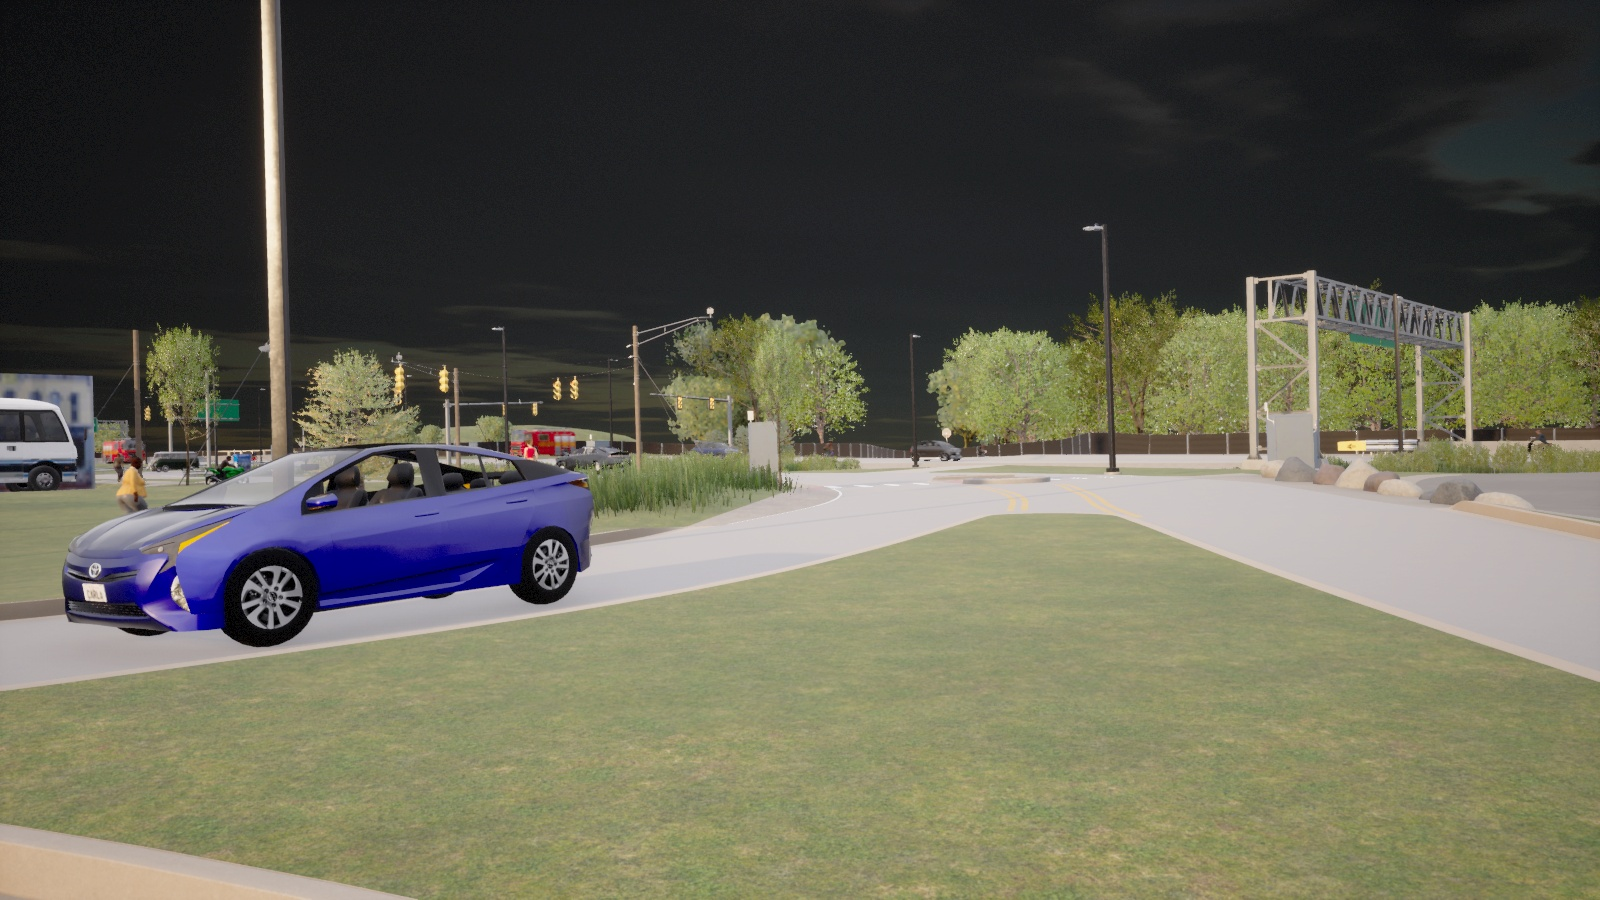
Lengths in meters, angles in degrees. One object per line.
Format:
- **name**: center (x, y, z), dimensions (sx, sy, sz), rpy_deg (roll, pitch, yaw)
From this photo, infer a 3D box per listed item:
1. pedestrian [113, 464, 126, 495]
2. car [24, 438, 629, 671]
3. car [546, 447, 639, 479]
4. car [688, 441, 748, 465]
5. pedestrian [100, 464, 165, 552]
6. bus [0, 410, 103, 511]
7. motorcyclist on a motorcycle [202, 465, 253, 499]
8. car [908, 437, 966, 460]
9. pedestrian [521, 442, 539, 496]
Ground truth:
- **pedestrian**: center (-40.848, 1.773, 75.360), dimensions (0.869, 1.805, 0.328), rpy_deg (-4, -1, 41)
- **car**: center (-3.810, 0.737, 10.917), dimensions (2.007, 1.525, 4.514), rpy_deg (-3, -1, 35)
- **car**: center (-10.967, 0.716, 66.254), dimensions (4.902, 1.511, 2.128), rpy_deg (-2, 0, 41)
- **car**: center (-6.503, 0.262, 99.263), dimensions (4.553, 1.767, 2.097), rpy_deg (-2, 0, 41)
- **pedestrian**: center (-14.744, 1.277, 27.739), dimensions (0.874, 1.855, 0.900), rpy_deg (-3, -1, 38)
- **bus**: center (-35.873, 0.543, 53.154), dimensions (3.944, 4.253, 10.273), rpy_deg (-4, -1, 41)
- **motorcyclist on a motorcycle**: center (-27.932, 1.544, 61.274), dimensions (2.044, 1.523, 0.797), rpy_deg (-4, 0, -36)
- **car**: center (9.763, -0.103, 89.708), dimensions (3.705, 1.549, 1.789), rpy_deg (-2, 0, 41)
- **pedestrian**: center (-9.252, 0.665, 43.067), dimensions (0.345, 1.836, 0.594), rpy_deg (-2, -1, -30)
